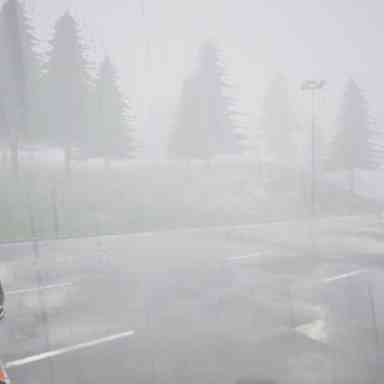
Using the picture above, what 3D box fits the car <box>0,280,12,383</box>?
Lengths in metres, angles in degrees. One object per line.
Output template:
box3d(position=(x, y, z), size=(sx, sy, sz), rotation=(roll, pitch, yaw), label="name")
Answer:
box3d(position=(-3.261, 1.352, 1.421), size=(4.553, 1.767, 2.097), rotation=(0, 0, -35), label="car")

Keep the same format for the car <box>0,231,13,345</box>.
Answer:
box3d(position=(-5.217, 1.506, 4.324), size=(4.892, 1.490, 1.837), rotation=(0, 0, -35), label="car")
